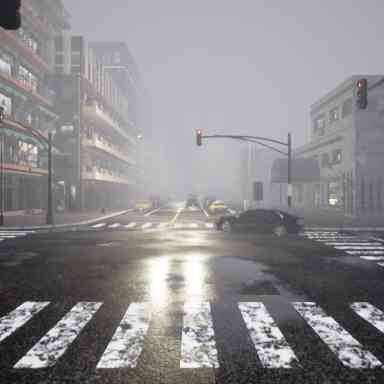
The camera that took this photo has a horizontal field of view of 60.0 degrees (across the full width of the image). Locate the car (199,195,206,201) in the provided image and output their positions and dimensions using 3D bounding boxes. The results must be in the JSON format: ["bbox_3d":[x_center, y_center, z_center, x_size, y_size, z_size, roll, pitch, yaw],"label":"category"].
[{"bbox_3d":[2.716,1.649,89.388,1.752,1.417,4.829,0,0,0],"label":"car"}]

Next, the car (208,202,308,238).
[{"bbox_3d":[3.617,1.544,17.871,4.892,1.490,1.837,1,2,29],"label":"car"}]

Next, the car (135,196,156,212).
[{"bbox_3d":[-5.678,1.557,39.196,1.752,1.417,4.829,0,0,0],"label":"car"}]

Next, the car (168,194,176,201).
[{"bbox_3d":[-5.663,1.453,94.759,2.192,1.841,5.009,0,0,0],"label":"car"}]

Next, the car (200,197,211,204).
[{"bbox_3d":[2.710,1.625,67.060,2.008,1.369,4.403,0,0,0],"label":"car"}]

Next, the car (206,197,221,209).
[{"bbox_3d":[2.702,1.551,33.996,1.752,1.417,4.829,0,0,0],"label":"car"}]

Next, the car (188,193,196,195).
[{"bbox_3d":[0.057,1.307,71.239,2.150,2.045,5.566,0,0,0],"label":"car"}]

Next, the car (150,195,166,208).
[{"bbox_3d":[-5.674,1.361,50.445,2.192,1.841,5.009,0,0,0],"label":"car"}]

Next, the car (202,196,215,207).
[{"bbox_3d":[2.704,1.620,44.904,1.802,1.307,4.206,0,0,0],"label":"car"}]

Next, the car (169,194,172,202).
[{"bbox_3d":[-5.670,1.600,66.892,1.752,1.417,4.829,0,0,0],"label":"car"}]

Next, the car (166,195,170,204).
[{"bbox_3d":[-5.672,1.615,61.523,2.008,1.369,4.403,0,0,0],"label":"car"}]

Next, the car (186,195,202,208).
[{"bbox_3d":[0.112,1.568,48.294,1.812,1.442,4.674,0,0,0],"label":"car"}]

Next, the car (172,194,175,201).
[{"bbox_3d":[-5.668,1.643,78.141,1.887,1.381,4.507,0,0,0],"label":"car"}]

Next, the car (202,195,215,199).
[{"bbox_3d":[2.707,1.361,50.443,2.192,1.841,5.009,0,0,0],"label":"car"}]

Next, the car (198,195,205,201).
[{"bbox_3d":[2.717,1.688,94.757,2.008,1.369,4.403,0,0,0],"label":"car"}]
